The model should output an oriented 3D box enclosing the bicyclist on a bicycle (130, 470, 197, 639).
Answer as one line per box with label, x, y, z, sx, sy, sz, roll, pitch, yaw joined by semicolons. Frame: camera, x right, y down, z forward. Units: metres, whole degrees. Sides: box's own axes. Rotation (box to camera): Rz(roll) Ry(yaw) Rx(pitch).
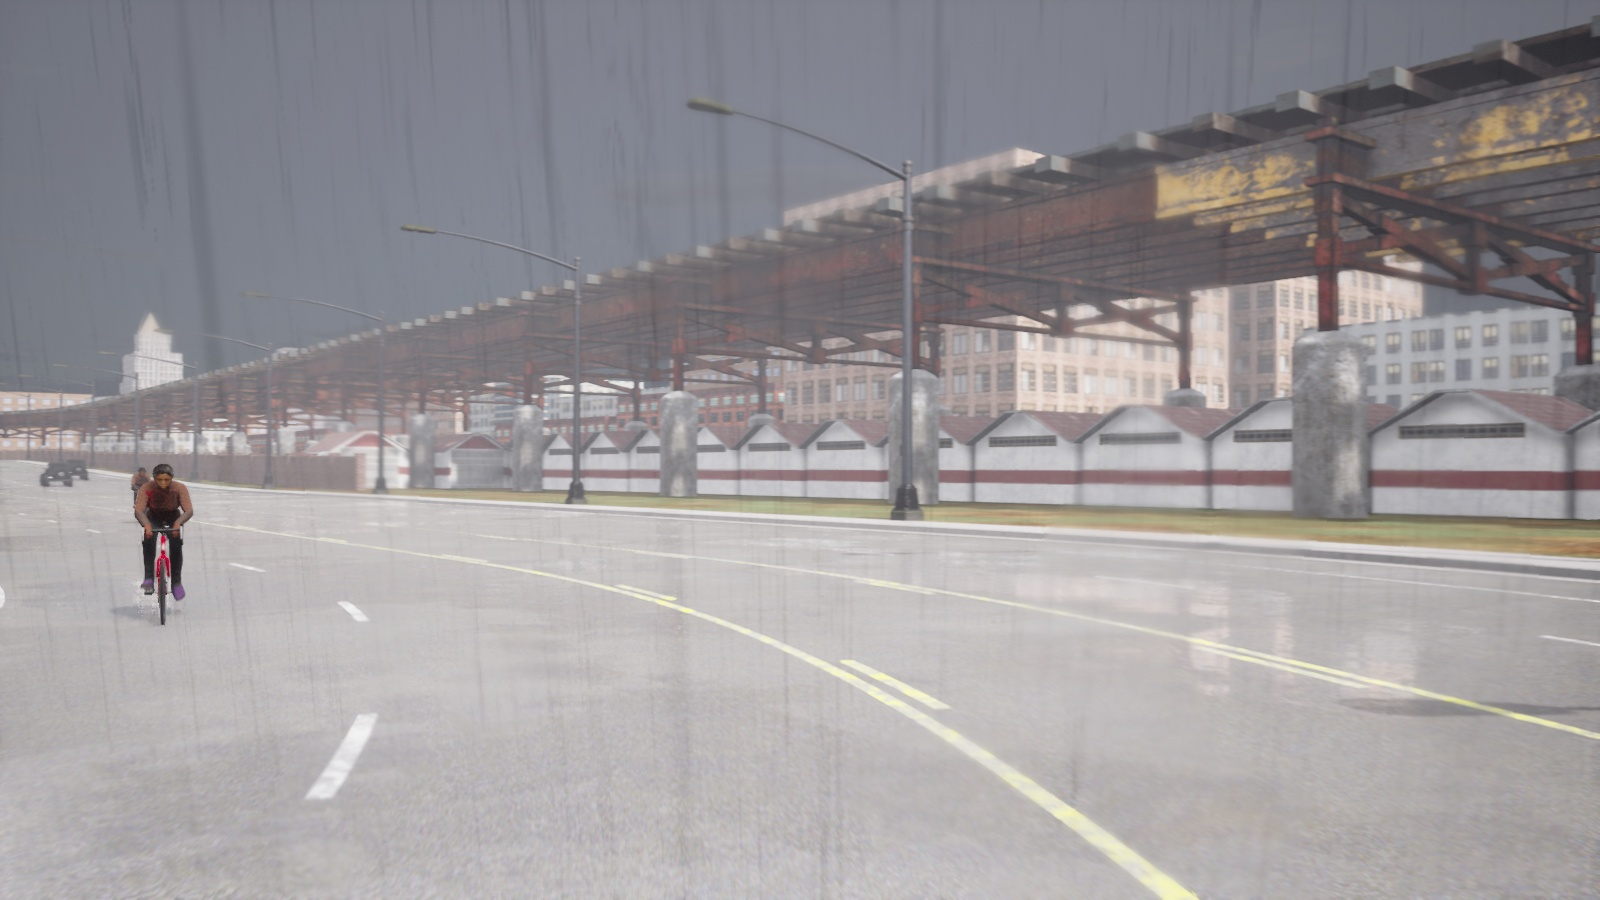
bicyclist on a bicycle;-6.582;1.020;13.006;0.582;1.620;1.656;0;-1;-27
